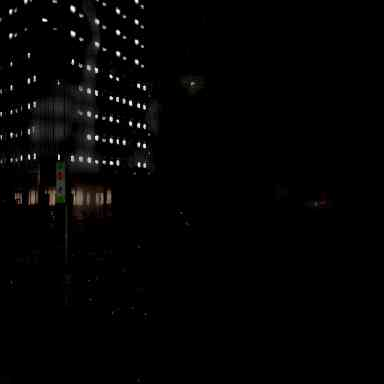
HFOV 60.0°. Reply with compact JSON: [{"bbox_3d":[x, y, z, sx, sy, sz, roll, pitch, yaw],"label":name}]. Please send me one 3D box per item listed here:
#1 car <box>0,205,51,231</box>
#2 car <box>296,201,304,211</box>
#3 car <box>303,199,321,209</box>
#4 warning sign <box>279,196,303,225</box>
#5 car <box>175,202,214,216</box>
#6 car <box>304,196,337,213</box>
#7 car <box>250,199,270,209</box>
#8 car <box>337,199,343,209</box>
[{"bbox_3d":[-10.975,1.587,19.715,1.882,1.535,5.008,0,-1,37],"label":"car"},{"bbox_3d":[14.128,1.900,44.679,1.895,1.301,4.718,0,-1,33],"label":"car"},{"bbox_3d":[19.143,1.879,52.743,1.812,1.442,4.674,0,0,31],"label":"car"},{"bbox_3d":[6.826,1.251,22.955,1.300,1.860,1.060,0,0,34],"label":"warning sign"},{"bbox_3d":[0.419,1.785,36.113,2.033,1.411,5.357,0,-1,34],"label":"car"},{"bbox_3d":[16.412,1.501,42.237,2.150,2.045,5.566,0,-1,34],"label":"car"},{"bbox_3d":[10.518,1.842,51.184,2.128,1.511,4.902,0,-1,33],"label":"car"},{"bbox_3d":[21.921,1.817,51.057,1.882,1.535,5.008,0,0,31],"label":"car"}]
